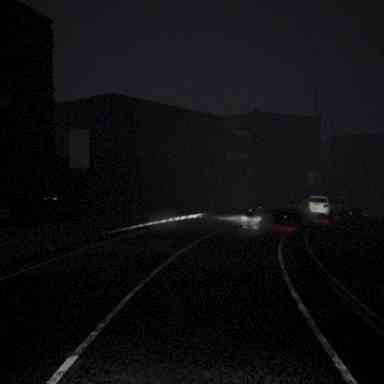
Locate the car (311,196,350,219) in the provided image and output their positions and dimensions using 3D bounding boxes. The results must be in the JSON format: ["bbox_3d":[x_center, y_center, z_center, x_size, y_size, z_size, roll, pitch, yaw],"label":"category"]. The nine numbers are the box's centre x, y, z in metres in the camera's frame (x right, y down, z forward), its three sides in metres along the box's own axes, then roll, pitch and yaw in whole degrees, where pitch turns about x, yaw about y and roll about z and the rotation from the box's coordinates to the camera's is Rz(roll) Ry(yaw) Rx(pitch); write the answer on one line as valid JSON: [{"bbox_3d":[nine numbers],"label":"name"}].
[{"bbox_3d":[13.095,1.437,32.346,2.150,2.045,5.566,4,2,41],"label":"car"}]

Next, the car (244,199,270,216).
[{"bbox_3d":[6.624,1.391,31.343,2.128,1.511,4.902,4,2,37],"label":"car"}]

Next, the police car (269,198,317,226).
[{"bbox_3d":[7.604,1.489,24.744,1.930,1.638,5.238,3,1,30],"label":"police car"}]

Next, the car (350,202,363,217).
[{"bbox_3d":[17.062,1.856,36.374,4.892,1.490,1.837,2,2,-42],"label":"car"}]
